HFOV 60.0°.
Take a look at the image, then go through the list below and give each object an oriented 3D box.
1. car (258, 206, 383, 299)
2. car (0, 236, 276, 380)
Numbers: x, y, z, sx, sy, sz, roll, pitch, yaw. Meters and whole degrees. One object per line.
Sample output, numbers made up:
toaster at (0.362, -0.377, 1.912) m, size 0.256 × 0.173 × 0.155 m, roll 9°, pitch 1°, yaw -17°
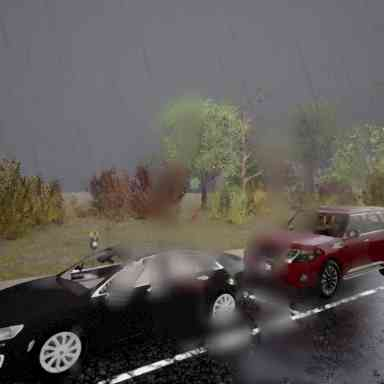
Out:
car at (3.657, 1.316, 8.679) m, size 5.009 × 1.841 × 2.192 m, roll 0°, pitch 1°, yaw -35°
car at (-0.952, 1.551, 5.406) m, size 4.403 × 1.369 × 2.008 m, roll 0°, pitch 1°, yaw -35°
